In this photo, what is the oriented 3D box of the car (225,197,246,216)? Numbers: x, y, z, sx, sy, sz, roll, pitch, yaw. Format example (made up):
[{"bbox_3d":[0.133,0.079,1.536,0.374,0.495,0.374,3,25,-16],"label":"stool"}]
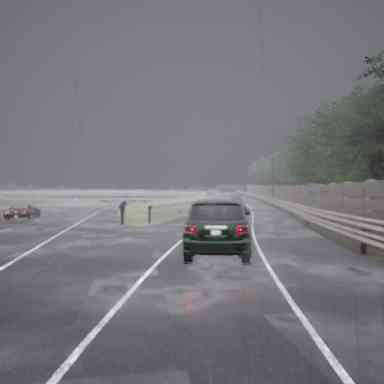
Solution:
[{"bbox_3d":[4.721,1.509,35.424,2.097,1.767,4.553,0,0,10],"label":"car"}]

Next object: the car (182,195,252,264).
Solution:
[{"bbox_3d":[0.965,1.276,12.253,2.150,2.045,5.566,0,0,6],"label":"car"}]

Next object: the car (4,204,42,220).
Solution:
[{"bbox_3d":[-14.536,1.714,28.899,1.895,1.301,4.718,0,-1,-11],"label":"car"}]
